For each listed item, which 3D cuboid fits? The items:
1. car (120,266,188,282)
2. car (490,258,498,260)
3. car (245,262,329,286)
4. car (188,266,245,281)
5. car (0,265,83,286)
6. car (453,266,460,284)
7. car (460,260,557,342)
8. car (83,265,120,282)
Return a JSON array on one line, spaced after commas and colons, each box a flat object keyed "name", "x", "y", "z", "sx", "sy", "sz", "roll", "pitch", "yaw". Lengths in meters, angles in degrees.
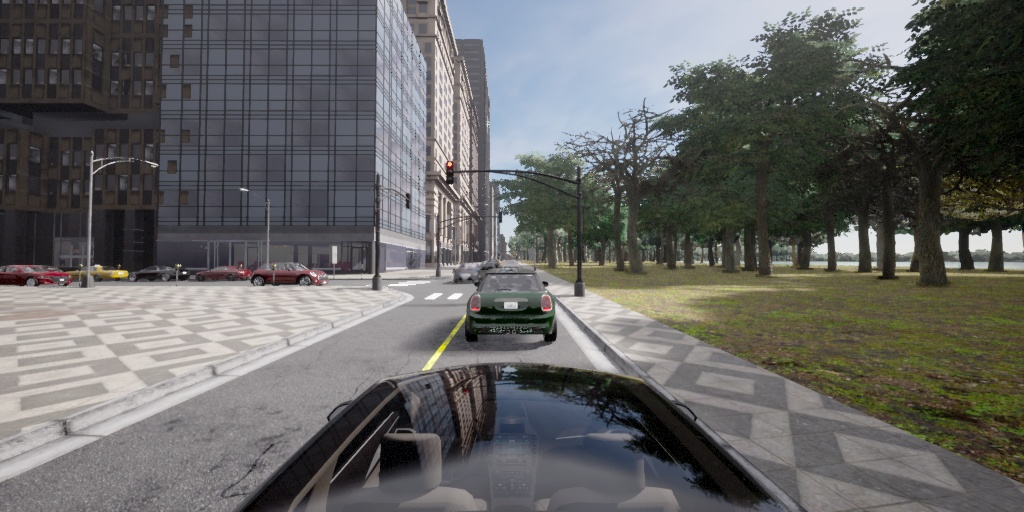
[{"name": "car", "x": -30.076, "y": 1.481, "z": 30.637, "sx": 4.313, "sy": 1.339, "sz": 1.948, "roll": 0, "pitch": 0, "yaw": 0}, {"name": "car", "x": -3.275, "y": 1.260, "z": 60.821, "sx": 2.097, "sy": 1.767, "sz": 4.553, "roll": 0, "pitch": 0, "yaw": 0}, {"name": "car", "x": -13.609, "y": 1.120, "z": 22.194, "sx": 4.097, "sy": 1.591, "sz": 1.967, "roll": 0, "pitch": 0, "yaw": -1}, {"name": "car", "x": -24.589, "y": 1.494, "z": 30.663, "sx": 4.207, "sy": 1.307, "sz": 1.802, "roll": 0, "pitch": 0, "yaw": 0}, {"name": "car", "x": -30.040, "y": 1.235, "z": 22.115, "sx": 4.507, "sy": 1.381, "sz": 1.888, "roll": 0, "pitch": 0, "yaw": 0}, {"name": "car", "x": -3.185, "y": 1.288, "z": 26.793, "sx": 2.128, "sy": 1.511, "sz": 4.902, "roll": 0, "pitch": -1, "yaw": 0}, {"name": "car", "x": -0.014, "y": 1.108, "z": 9.994, "sx": 2.097, "sy": 1.767, "sz": 4.553, "roll": 0, "pitch": 0, "yaw": 0}, {"name": "car", "x": -35.733, "y": 1.444, "z": 30.609, "sx": 4.829, "sy": 1.417, "sz": 1.751, "roll": 0, "pitch": 0, "yaw": 0}]
